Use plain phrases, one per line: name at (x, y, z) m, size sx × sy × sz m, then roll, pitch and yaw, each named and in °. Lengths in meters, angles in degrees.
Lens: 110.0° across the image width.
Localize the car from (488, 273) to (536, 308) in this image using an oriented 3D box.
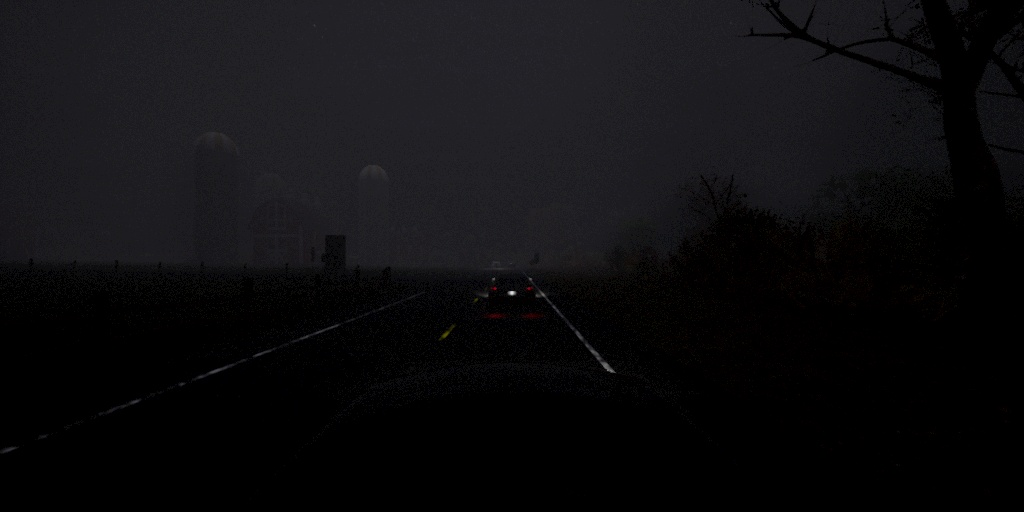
car at (0.006, 1.449, 16.165) m, size 1.994 × 1.385 × 4.181 m, roll 0°, pitch 0°, yaw 0°

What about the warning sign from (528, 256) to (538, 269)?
warning sign at (3.551, 1.436, 63.666) m, size 1.300 × 1.860 × 1.060 m, roll 0°, pitch 0°, yaw 0°
